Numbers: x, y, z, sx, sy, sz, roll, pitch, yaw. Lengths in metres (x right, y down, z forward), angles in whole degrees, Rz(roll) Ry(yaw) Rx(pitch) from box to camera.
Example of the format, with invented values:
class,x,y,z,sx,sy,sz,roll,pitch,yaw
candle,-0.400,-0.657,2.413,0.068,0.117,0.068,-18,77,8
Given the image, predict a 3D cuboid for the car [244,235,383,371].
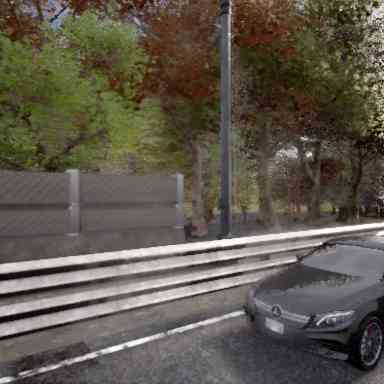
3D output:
class,x,y,z,sx,sy,sz,roll,pitch,yaw
car,2.995,1.534,5.808,4.674,1.442,1.812,0,0,-36
